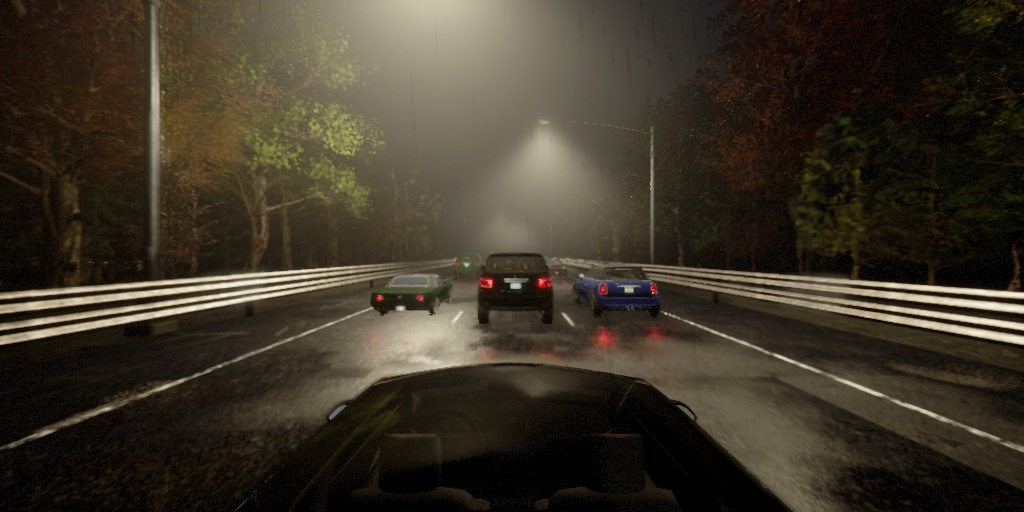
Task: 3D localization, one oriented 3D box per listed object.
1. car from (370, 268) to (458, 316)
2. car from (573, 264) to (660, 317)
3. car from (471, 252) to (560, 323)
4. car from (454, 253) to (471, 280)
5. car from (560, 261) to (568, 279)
[{"bbox_3d":[-3.402,1.308,13.190,1.895,1.301,4.718,0,0,0],"label":"car"},{"bbox_3d":[3.599,1.061,13.136,2.097,1.767,4.553,0,0,0],"label":"car"},{"bbox_3d":[0.100,0.924,11.995,2.150,2.045,5.566,0,-1,0],"label":"car"},{"bbox_3d":[-3.403,0.849,29.620,2.150,2.045,5.566,0,-1,0],"label":"car"},{"bbox_3d":[3.597,1.121,30.937,2.128,1.511,4.902,0,0,0],"label":"car"}]
